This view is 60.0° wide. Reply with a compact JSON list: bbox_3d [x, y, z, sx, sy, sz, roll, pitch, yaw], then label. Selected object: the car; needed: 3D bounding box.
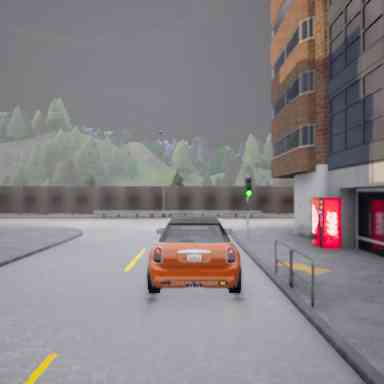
[{"bbox_3d":[0.063,1.434,9.174,2.097,1.767,4.553,0,-1,0],"label":"car"}]
